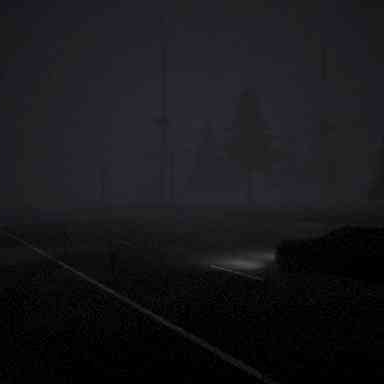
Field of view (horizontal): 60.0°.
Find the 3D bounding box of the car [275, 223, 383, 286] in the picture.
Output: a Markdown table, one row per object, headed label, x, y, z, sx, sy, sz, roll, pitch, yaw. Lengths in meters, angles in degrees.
| label | x | y | z | sx | sy | sz | roll | pitch | yaw |
| --- | --- | --- | --- | --- | --- | --- | --- | --- | --- |
| car | 4.294 | 1.518 | 8.341 | 1.812 | 1.442 | 4.674 | 0 | 0 | -37 |
